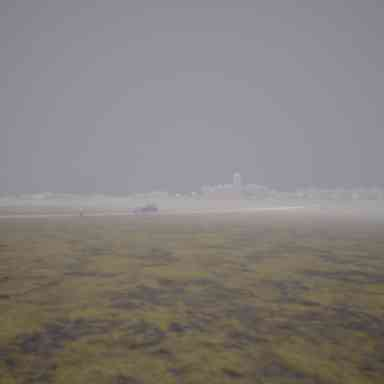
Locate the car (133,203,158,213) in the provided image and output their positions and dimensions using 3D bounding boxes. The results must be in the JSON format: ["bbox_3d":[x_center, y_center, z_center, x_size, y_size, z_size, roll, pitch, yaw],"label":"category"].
[{"bbox_3d":[-9.235,3.219,66.513,2.150,2.045,5.566,-1,-3,35],"label":"car"}]
